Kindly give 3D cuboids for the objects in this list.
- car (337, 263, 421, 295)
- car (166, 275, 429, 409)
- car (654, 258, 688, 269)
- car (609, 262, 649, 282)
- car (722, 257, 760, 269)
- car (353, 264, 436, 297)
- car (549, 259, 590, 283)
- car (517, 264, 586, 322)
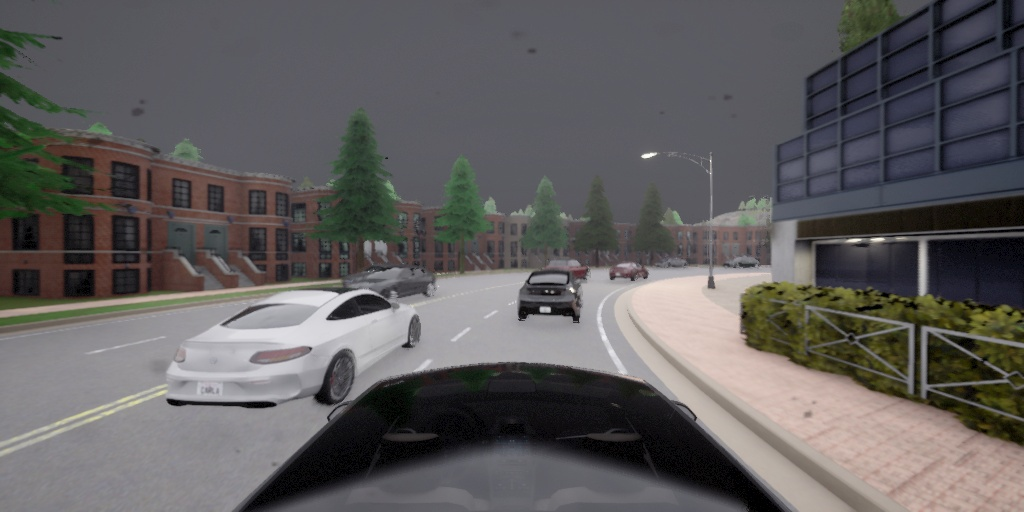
[{"bbox_3d":[-7.245,1.174,20.106,1.812,1.442,4.674,0,0,21],"label":"car"},{"bbox_3d":[-3.079,1.250,6.155,1.812,1.442,4.674,0,0,4],"label":"car"},{"bbox_3d":[22.039,1.009,49.847,4.902,1.511,2.128,0,0,-21],"label":"car"},{"bbox_3d":[9.023,1.148,27.622,1.812,1.442,4.674,0,0,38],"label":"car"},{"bbox_3d":[31.186,0.881,48.940,4.553,1.767,2.097,0,0,-11],"label":"car"},{"bbox_3d":[-5.058,1.179,15.587,1.837,1.490,4.892,0,0,17],"label":"car"},{"bbox_3d":[4.185,0.975,26.826,2.097,1.767,4.553,0,0,32],"label":"car"},{"bbox_3d":[1.431,1.202,12.148,1.837,1.490,4.892,0,0,12],"label":"car"}]
